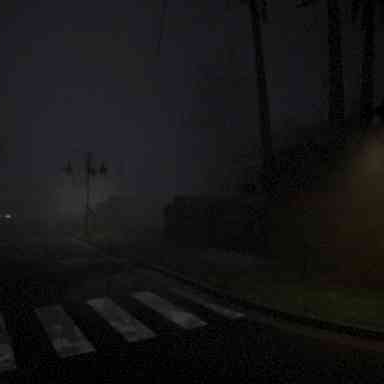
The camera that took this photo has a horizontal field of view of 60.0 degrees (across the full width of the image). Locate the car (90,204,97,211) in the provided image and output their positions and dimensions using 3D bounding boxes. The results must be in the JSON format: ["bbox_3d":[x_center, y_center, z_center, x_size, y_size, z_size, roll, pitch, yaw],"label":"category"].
[{"bbox_3d":[-15.295,2.653,55.146,1.895,1.301,4.718,0,-2,23],"label":"car"}]

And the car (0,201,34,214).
[{"bbox_3d":[-22.650,1.931,43.050,2.033,1.411,5.357,1,-1,6],"label":"car"}]

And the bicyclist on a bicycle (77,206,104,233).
[{"bbox_3d":[-6.125,1.686,20.102,1.656,1.620,0.582,2,-2,-33],"label":"bicyclist on a bicycle"}]
